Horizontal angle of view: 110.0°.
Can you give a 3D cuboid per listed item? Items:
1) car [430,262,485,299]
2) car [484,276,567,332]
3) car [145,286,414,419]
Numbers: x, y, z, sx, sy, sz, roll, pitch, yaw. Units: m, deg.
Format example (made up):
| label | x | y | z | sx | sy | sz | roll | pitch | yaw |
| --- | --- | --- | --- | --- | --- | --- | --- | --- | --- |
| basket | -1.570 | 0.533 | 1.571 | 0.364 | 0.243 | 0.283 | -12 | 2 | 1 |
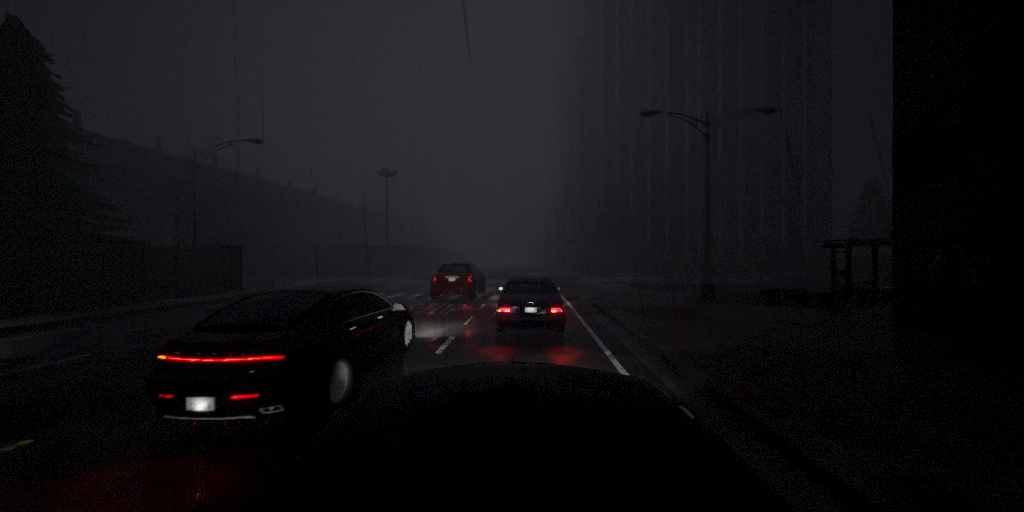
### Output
| label | x | y | z | sx | sy | sz | roll | pitch | yaw |
| --- | --- | --- | --- | --- | --- | --- | --- | --- | --- |
| car | -2.598 | 1.101 | 18.218 | 2.097 | 1.767 | 4.553 | 0 | 0 | 3 |
| car | 0.534 | 1.297 | 10.820 | 2.033 | 1.411 | 5.357 | 0 | 0 | 2 |
| car | -3.116 | 1.255 | 6.066 | 1.837 | 1.490 | 4.892 | 0 | 0 | 1 |
